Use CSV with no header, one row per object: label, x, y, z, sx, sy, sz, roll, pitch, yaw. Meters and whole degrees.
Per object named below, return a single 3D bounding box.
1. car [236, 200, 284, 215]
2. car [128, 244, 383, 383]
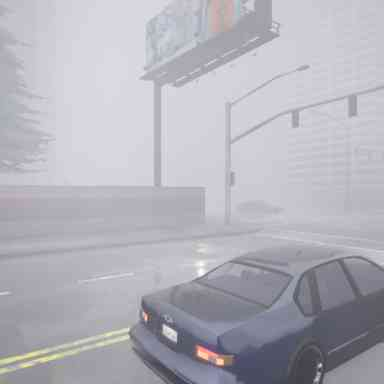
car,6.850,1.547,34.246,2.033,1.411,5.357,0,0,-35
car,1.779,1.547,5.033,5.357,1.411,2.033,0,0,-37
